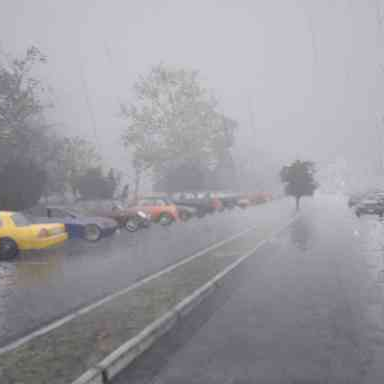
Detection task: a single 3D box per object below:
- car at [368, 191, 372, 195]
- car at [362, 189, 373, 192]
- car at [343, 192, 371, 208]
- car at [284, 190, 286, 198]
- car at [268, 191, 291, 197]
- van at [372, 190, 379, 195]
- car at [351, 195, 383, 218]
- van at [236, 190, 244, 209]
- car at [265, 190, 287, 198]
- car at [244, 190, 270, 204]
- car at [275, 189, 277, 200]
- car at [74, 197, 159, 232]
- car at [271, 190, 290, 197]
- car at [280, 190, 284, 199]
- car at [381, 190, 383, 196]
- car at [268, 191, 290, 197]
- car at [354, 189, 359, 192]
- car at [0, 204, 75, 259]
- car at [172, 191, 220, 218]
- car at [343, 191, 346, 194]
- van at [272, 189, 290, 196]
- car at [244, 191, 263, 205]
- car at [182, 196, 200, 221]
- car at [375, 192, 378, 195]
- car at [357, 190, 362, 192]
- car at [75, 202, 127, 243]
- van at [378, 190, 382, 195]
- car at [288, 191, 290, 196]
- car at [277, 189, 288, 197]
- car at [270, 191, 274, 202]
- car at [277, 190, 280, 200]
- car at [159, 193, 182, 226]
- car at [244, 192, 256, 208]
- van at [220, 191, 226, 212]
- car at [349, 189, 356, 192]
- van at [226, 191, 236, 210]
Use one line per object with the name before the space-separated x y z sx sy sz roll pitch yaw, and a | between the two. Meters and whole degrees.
car | 26.217 1.042 42.928 5.366 1.575 1.946 1 1 2
car | 29.423 0.817 51.320 4.553 1.767 2.185 1 1 1
car | 19.474 1.070 39.350 2.128 1.511 4.902 1 1 23
car | 14.990 0.772 64.374 4.792 1.488 2.163 -1 0 1
car | 22.107 0.517 83.901 5.366 1.575 1.946 -1 0 -1
van | 24.762 0.846 40.144 4.442 1.987 1.878 1 1 3
car | 14.391 1.245 27.235 1.812 1.442 4.674 1 0 23
van | 2.729 0.856 34.124 4.442 1.987 1.878 0 0 3
car | 19.068 0.492 75.486 4.553 1.767 2.185 -1 1 0
car | 7.190 0.708 45.099 5.566 2.045 2.435 0 1 3
car | 10.645 0.741 53.336 4.553 1.767 2.185 -1 1 2
car | -4.340 1.143 17.668 4.553 1.767 2.185 0 0 3
car | 23.797 0.332 89.518 4.553 1.767 2.185 -1 1 -2
car | 13.862 0.804 61.601 4.792 1.488 2.163 -1 1 1
car | 20.246 0.951 29.047 5.566 2.045 2.435 1 1 3
car | 22.666 0.489 86.697 5.366 1.575 1.946 -1 1 -2
car | 33.800 0.809 62.585 5.008 1.535 2.097 1 1 0
car | -7.130 1.337 11.418 5.366 1.575 1.946 0 1 3
car | -0.875 0.924 25.891 5.566 2.045 2.435 0 1 3
car | 39.817 0.604 79.684 4.892 1.521 2.231 1 1 -2
van | 24.774 0.199 92.347 4.442 1.987 1.878 -1 0 -2
car | 6.100 1.019 42.362 4.792 1.488 2.163 0 0 3
car | -1.999 1.247 23.154 4.674 1.452 2.002 0 0 3
car | 23.742 1.136 37.370 4.792 1.488 2.163 1 1 3
car | 31.649 0.876 56.944 5.008 1.535 2.097 1 1 1
car | -5.597 1.333 14.543 4.792 1.488 2.163 0 0 3
van | 22.434 0.910 34.588 4.442 1.987 1.878 1 1 3
car | 17.857 0.648 72.697 5.366 1.575 1.946 -1 1 0
car | 16.009 0.711 67.137 5.008 1.535 2.097 -1 1 1
car | 8.547 0.924 47.843 5.366 1.575 1.946 0 0 3
car | 11.732 0.836 56.086 5.008 1.535 2.097 0 1 2
car | -3.122 1.112 20.400 4.553 1.767 2.185 0 1 3
car | 3.954 1.047 36.864 5.366 1.575 1.946 0 0 3
van | 0.425 0.918 28.632 4.442 1.987 1.878 0 0 3
car | 34.815 0.523 65.413 5.566 2.045 2.435 1 1 0
van | 1.577 0.887 31.378 4.442 1.987 1.878 -1 0 3
